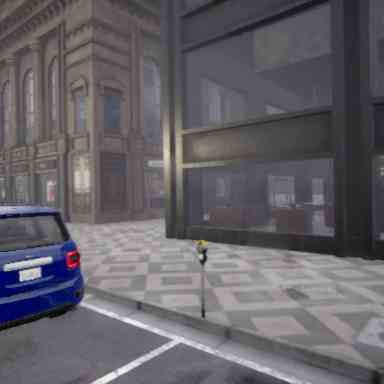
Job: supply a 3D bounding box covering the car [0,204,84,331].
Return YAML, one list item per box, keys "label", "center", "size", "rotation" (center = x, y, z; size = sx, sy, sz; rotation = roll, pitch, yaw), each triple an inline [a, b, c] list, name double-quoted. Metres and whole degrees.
- label: "car"
  center: [-4.318, 1.272, 6.344]
  size: [5.566, 2.045, 2.150]
  rotation: [-1, 0, 39]
